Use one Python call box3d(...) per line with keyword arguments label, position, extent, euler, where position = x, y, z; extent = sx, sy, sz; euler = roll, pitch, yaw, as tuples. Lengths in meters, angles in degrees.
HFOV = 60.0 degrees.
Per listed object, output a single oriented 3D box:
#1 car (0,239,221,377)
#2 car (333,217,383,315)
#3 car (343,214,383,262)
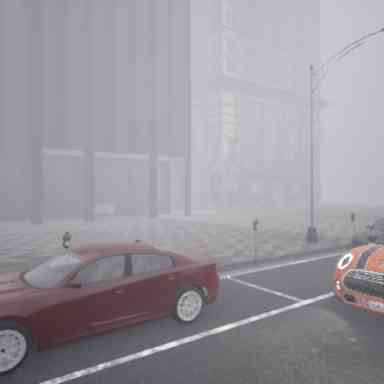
box3d(label="car", position=(-1.573, 1.543, 5.530), extent=(4.507, 1.381, 1.887), euler=(0, 0, -36))
box3d(label="car", position=(4.976, 1.342, 6.927), extent=(4.553, 1.767, 2.097), euler=(0, 0, -35))
box3d(label="car", position=(7.611, 1.549, 12.082), extent=(4.313, 1.339, 1.947), euler=(0, 0, -36))
